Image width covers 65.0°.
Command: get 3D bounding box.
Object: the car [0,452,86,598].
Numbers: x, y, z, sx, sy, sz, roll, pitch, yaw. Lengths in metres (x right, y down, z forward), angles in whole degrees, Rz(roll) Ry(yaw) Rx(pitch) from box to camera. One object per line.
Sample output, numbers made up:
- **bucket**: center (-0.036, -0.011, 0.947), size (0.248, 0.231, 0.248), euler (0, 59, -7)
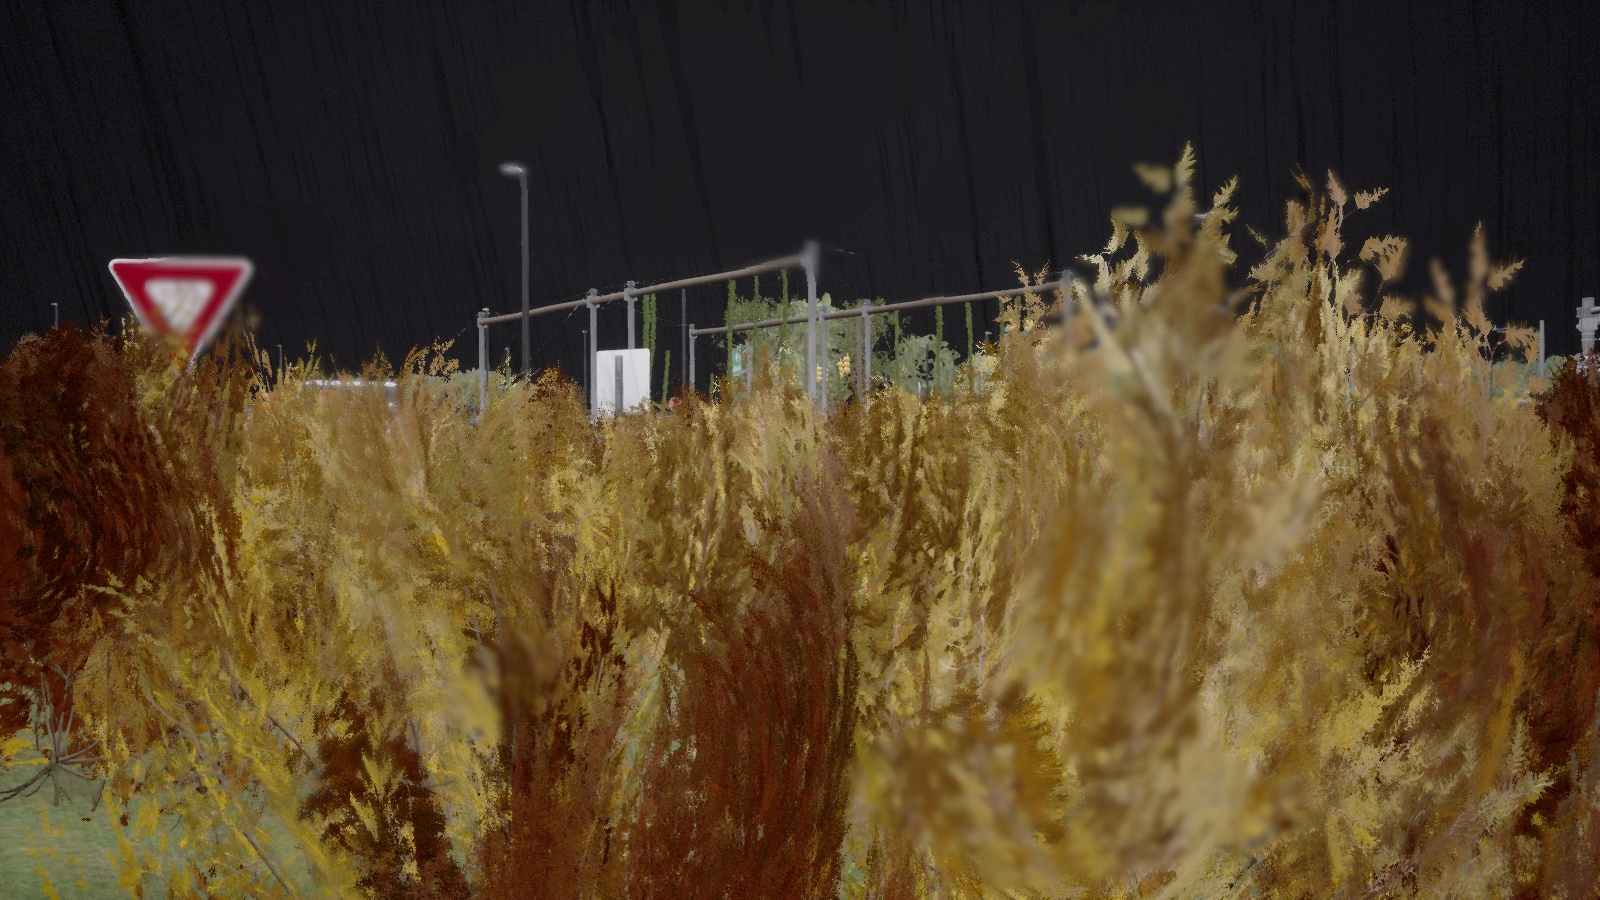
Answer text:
- **car**: center (-10.417, 0.754, 13.385), size (4.674, 1.442, 1.812), euler (0, 2, 6)
